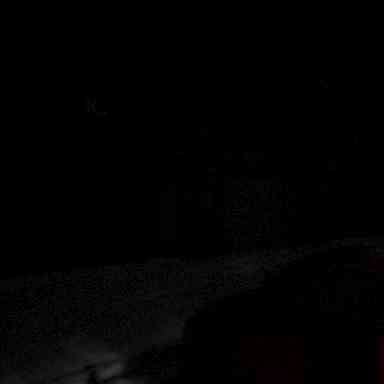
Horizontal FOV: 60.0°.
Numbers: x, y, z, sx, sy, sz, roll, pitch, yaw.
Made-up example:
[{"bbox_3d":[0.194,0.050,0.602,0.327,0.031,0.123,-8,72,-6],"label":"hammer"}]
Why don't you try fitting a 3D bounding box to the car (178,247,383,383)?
[{"bbox_3d":[2.166,1.508,4.258,5.008,1.535,1.882,1,0,-35],"label":"car"}]
